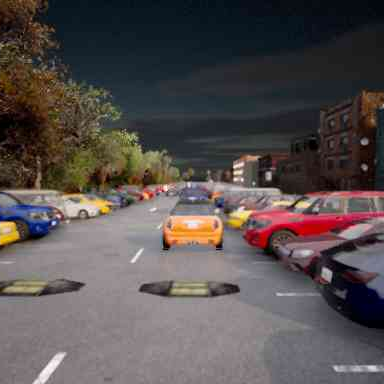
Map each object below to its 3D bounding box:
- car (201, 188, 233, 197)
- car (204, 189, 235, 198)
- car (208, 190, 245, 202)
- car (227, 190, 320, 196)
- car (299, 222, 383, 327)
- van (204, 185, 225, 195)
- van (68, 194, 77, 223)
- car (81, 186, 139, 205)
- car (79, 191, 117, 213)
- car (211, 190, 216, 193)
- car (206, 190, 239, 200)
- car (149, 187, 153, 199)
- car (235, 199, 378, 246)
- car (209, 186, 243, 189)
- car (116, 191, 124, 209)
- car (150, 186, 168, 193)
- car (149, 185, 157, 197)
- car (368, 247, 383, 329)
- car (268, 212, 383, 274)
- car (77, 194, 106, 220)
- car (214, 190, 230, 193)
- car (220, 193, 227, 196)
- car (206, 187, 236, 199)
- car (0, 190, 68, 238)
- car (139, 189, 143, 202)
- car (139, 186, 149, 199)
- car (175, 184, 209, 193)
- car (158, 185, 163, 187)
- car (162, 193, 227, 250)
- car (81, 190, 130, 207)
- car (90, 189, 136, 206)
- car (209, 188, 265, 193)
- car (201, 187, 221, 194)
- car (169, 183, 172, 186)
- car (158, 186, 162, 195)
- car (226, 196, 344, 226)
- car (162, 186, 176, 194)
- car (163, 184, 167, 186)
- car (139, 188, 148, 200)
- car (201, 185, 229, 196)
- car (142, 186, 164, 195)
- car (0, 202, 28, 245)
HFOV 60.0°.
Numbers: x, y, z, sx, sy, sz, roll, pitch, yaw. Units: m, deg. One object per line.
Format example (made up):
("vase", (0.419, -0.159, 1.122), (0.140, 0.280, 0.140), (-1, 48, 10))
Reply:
("car", (4.366, 0.126, 58.396), (5.366, 1.575, 1.946), (0, 1, 0))
("car", (4.545, 0.200, 55.614), (4.892, 1.521, 2.231), (0, 1, 0))
("car", (4.578, 0.504, 44.484), (4.792, 1.488, 2.163), (0, 1, 0))
("car", (4.575, 0.945, 19.311), (4.553, 1.767, 2.185), (0, 1, 0))
("car", (4.570, 1.413, 5.525), (4.792, 1.488, 2.163), (0, 1, 0))
("van", (4.670, -0.377, 69.395), (4.442, 1.987, 1.878), (0, 1, 0))
("van", (-8.420, 0.906, 16.618), (4.442, 1.987, 1.878), (0, 1, 0))
("car", (-8.505, 0.492, 33.323), (5.566, 2.045, 2.435), (0, 1, 0))
("car", (-8.540, 0.939, 24.976), (5.008, 1.535, 2.097), (0, 1, 0))
("car", (4.552, 0.808, 30.570), (5.008, 1.535, 2.097), (0, 1, 0))
("car", (4.548, 0.377, 50.049), (4.674, 1.452, 2.002), (0, 1, 0))
("car", (-8.535, 0.406, 47.248), (5.008, 1.535, 2.097), (0, 1, 0))
("car", (4.548, 1.196, 13.874), (5.008, 1.535, 2.097), (0, 1, 0))
("car", (4.579, 0.484, 38.915), (4.553, 1.767, 2.185), (0, 1, 0))
("car", (-8.541, 0.875, 27.760), (4.892, 1.521, 2.231), (0, 1, 0))
("car", (-8.491, -0.707, 86.224), (4.553, 1.767, 2.185), (0, 1, 0))
("car", (-8.502, 0.086, 50.028), (5.566, 2.045, 2.435), (0, 1, 0))
("car", (4.546, 1.435, 2.738), (5.008, 1.535, 2.097), (0, 1, 0))
("car", (4.544, 1.364, 8.310), (4.674, 1.452, 2.002), (0, 1, 0))
("car", (-8.538, 1.044, 22.192), (4.674, 1.452, 2.002), (0, 1, 0))
("car", (4.540, 0.873, 27.787), (5.008, 1.535, 2.097), (0, 1, 0))
("car", (4.538, 1.005, 22.222), (4.892, 1.521, 2.231), (0, 1, 0))
("car", (4.582, 0.143, 52.827), (4.553, 1.767, 2.185), (0, 1, 0))
("car", (-8.509, 0.945, 13.833), (5.566, 2.045, 2.435), (0, 1, 0))
("car", (-8.535, 0.649, 38.898), (4.674, 1.452, 2.002), (0, 1, 0))
("car", (-8.499, 0.349, 44.461), (4.553, 1.767, 2.185), (0, 1, 0))
("car", (0.039, 0.632, 27.129), (2.150, 2.045, 5.566), (0, 2, 0))
("car", (-8.532, -0.013, 63.955), (5.008, 1.535, 2.097), (0, 1, 0))
("car", (0.047, 1.083, 13.168), (2.097, 1.767, 4.553), (0, 1, 1))
("car", (-8.562, 0.838, 30.543), (4.792, 1.488, 2.163), (0, 1, 0))
("car", (-8.501, 0.550, 36.109), (4.553, 1.767, 2.185), (0, 1, 0))
("car", (4.733, 0.673, 36.135), (5.366, 1.575, 1.946), (0, 1, 0))
("car", (4.527, -0.409, 80.655), (4.792, 1.488, 2.163), (0, 1, 0))
("car", (-8.552, -0.761, 83.436), (5.566, 2.045, 2.435), (0, 1, 0))
("car", (-8.498, 0.088, 61.170), (4.792, 1.488, 2.163), (0, 1, 0))
("car", (4.358, 1.129, 16.657), (5.366, 1.575, 1.946), (0, 1, 0))
("car", (-3.546, 0.141, 58.372), (2.128, 1.511, 4.902), (0, 1, 1))
("car", (-8.554, -0.403, 69.391), (5.566, 2.045, 2.435), (0, 1, 0))
("car", (-8.526, 0.542, 41.681), (5.008, 1.535, 2.097), (0, 1, 0))
("car", (4.582, -0.334, 66.737), (5.566, 2.045, 2.435), (0, 1, 0))
("car", (-8.494, -0.351, 72.303), (4.553, 1.767, 2.185), (0, 1, 0))
("car", (-8.723, 1.257, 11.054), (5.366, 1.575, 1.946), (0, 1, 0))
